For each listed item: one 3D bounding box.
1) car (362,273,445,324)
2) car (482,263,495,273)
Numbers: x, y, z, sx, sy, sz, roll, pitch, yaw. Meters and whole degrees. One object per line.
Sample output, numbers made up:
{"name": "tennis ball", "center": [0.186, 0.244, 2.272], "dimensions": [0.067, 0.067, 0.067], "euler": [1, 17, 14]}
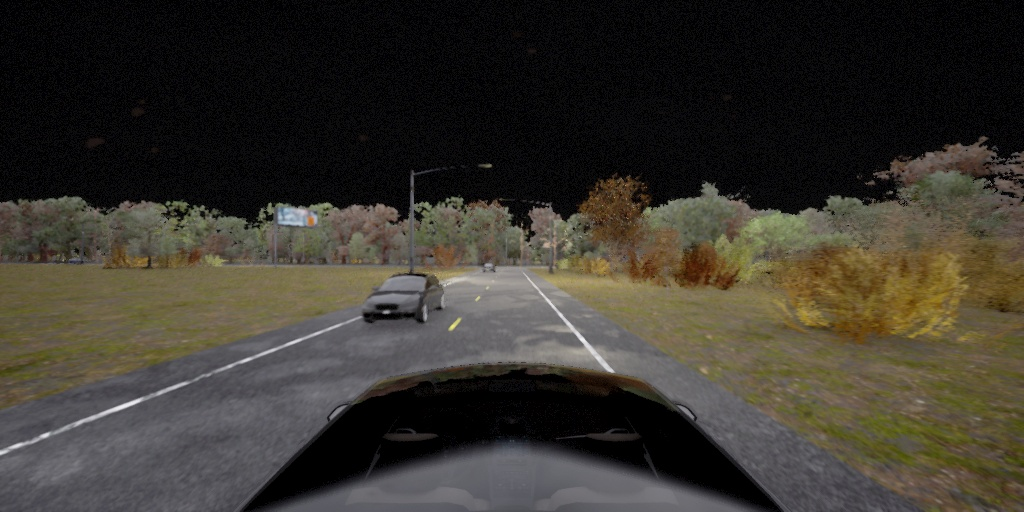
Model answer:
{"name": "car", "center": [-3.602, 1.379, 12.702], "dimensions": [1.837, 1.490, 4.892], "euler": [0, -1, 0]}
{"name": "car", "center": [-3.566, 1.847, 55.282], "dimensions": [1.812, 1.442, 4.674], "euler": [0, -1, 1]}
